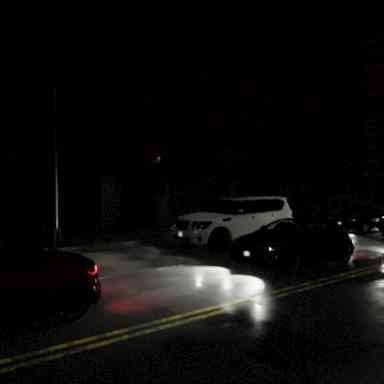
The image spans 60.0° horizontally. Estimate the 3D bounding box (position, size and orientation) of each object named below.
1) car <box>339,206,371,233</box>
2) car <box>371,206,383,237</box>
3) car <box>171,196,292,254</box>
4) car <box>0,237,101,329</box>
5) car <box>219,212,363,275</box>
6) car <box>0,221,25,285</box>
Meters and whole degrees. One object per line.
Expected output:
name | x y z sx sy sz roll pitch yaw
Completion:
car | 9.640 1.497 19.120 4.181 1.385 1.994 0 0 -34
car | 11.256 1.159 15.995 5.566 2.045 2.150 0 0 -34
car | 1.849 1.188 13.774 5.566 2.045 2.150 0 0 -35
car | -3.730 1.563 5.641 4.181 1.385 1.994 0 0 -37
car | 3.170 1.534 10.418 4.181 1.385 1.994 0 0 -34
car | -6.494 1.566 7.989 4.181 1.385 1.994 0 0 -34
